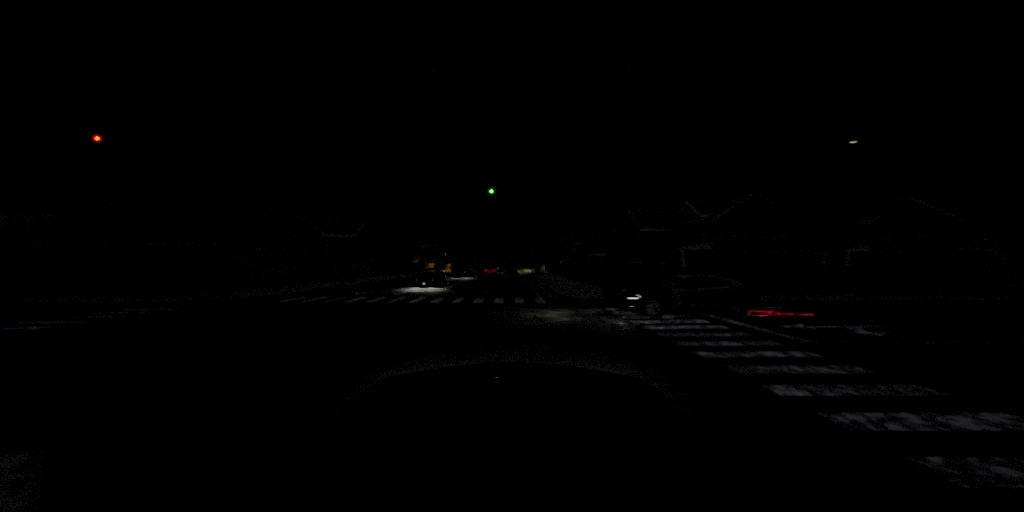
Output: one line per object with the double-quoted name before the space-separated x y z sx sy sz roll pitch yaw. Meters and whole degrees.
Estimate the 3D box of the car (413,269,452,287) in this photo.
"car" -6.632 1.748 29.662 2.033 1.411 5.357 0 -1 0

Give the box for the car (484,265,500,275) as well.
"car" -3.336 2.269 55.818 1.895 1.301 4.718 0 -1 0

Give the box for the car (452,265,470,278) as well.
"car" -6.651 1.966 46.672 1.882 1.535 5.008 0 -1 0

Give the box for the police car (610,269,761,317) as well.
"police car" 6.431 1.338 13.520 5.238 1.638 1.930 0 -1 0

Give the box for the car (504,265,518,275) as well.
"car" -0.086 2.211 55.796 1.812 1.442 4.674 0 -1 0
